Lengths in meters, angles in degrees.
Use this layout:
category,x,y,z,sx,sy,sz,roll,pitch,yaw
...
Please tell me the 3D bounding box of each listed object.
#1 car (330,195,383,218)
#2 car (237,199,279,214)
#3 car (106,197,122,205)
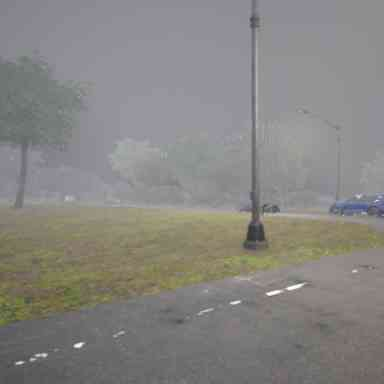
category,x,y,z,sx,sy,sz,roll,pitch,yaw
car,15.399,1.279,30.082,2.150,2.045,5.566,3,-3,-35
car,6.118,1.338,31.142,1.994,1.385,4.181,3,-2,-35
car,-14.320,1.645,60.805,2.128,1.511,4.902,3,-2,-32
